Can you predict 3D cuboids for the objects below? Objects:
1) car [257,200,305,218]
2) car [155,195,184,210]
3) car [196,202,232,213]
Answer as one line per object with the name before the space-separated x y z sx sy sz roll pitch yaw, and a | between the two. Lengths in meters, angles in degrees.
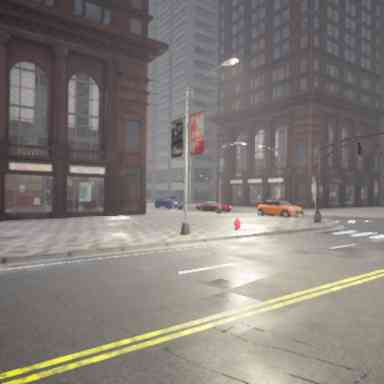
car | 8.399 1.545 31.595 2.097 1.767 4.553 1 -1 -35
car | -3.352 1.506 48.112 2.150 2.045 5.566 1 -1 -35
car | 2.608 1.839 39.718 1.895 1.301 4.718 1 -1 -35
